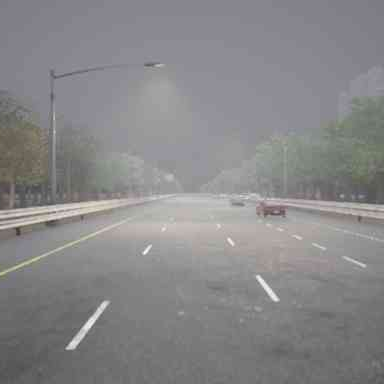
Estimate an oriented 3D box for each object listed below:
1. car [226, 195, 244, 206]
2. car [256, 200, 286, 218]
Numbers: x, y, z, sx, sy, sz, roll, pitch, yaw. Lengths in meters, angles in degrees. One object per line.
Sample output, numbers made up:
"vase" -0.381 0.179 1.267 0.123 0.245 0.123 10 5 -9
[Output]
"car" 7.137 1.572 53.568 2.033 1.411 5.357 0 0 0
"car" 7.047 1.492 30.157 1.882 1.535 5.008 0 0 0
